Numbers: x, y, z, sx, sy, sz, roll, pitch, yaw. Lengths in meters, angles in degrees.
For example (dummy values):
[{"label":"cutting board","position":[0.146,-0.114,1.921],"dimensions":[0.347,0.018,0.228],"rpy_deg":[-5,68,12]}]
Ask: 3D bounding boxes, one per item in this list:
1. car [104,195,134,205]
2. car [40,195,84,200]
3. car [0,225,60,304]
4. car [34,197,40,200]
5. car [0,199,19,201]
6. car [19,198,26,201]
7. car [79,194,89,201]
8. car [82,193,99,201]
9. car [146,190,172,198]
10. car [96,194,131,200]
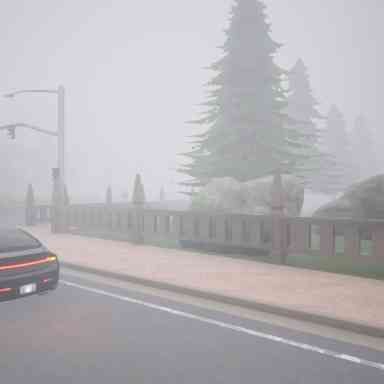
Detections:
[{"label":"car","position":[-12.647,1.384,57.722],"dimensions":[2.128,1.511,4.902],"rpy_deg":[0,2,36]},{"label":"car","position":[-17.514,1.526,44.898],"dimensions":[1.812,1.442,4.674],"rpy_deg":[0,0,36]},{"label":"car","position":[-4.937,1.505,7.460],"dimensions":[4.892,1.490,1.837],"rpy_deg":[0,0,36]},{"label":"car","position":[-23.699,1.505,48.285],"dimensions":[1.837,1.490,4.892],"rpy_deg":[0,0,36]},{"label":"car","position":[-22.619,1.564,37.788],"dimensions":[1.994,1.385,4.181],"rpy_deg":[0,0,36]},{"label":"car","position":[-23.999,1.547,41.863],"dimensions":[2.033,1.411,5.357],"rpy_deg":[0,0,36]},{"label":"car","position":[-18.505,1.491,49.524],"dimensions":[2.128,1.511,4.902],"rpy_deg":[0,0,36]},{"label":"car","position":[-17.997,1.197,56.242],"dimensions":[2.150,2.045,5.566],"rpy_deg":[0,1,36]},{"label":"car","position":[-5.297,0.780,61.944],"dimensions":[2.150,2.045,5.566],"rpy_deg":[0,3,37]},{"label":"car","position":[-12.151,1.479,52.399],"dimensions":[1.837,1.490,4.892],"rpy_deg":[0,1,36]}]
